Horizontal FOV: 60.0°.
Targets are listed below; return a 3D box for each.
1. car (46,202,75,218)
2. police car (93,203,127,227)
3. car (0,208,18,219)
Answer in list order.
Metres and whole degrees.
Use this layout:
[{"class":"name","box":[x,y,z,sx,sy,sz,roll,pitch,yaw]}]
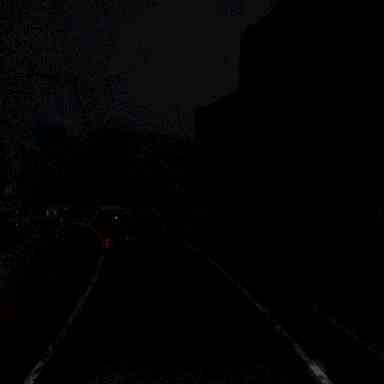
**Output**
[{"class":"car","box":[-15.628,2.035,39.370,2.097,1.767,4.553,-3,1,-40]},{"class":"police car","box":[-6.432,1.672,25.682,1.930,1.638,5.238,-2,-1,-25]},{"class":"car","box":[-24.628,2.796,43.531,4.718,1.301,1.895,-3,1,40]}]
